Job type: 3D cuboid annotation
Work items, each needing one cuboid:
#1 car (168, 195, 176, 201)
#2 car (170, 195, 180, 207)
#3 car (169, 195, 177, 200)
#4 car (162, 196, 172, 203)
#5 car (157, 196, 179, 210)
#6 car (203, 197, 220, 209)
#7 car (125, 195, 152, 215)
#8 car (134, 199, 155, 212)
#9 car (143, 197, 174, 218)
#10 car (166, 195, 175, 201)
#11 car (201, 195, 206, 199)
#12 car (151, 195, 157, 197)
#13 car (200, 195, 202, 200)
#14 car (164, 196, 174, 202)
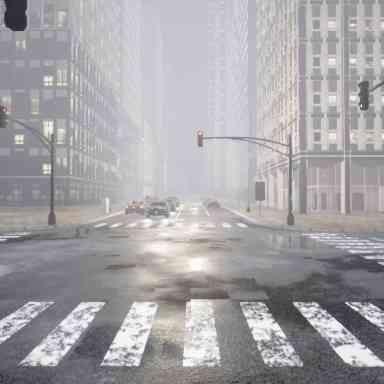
[{"bbox_3d":[-5.323,1.587,89.548,2.008,1.369,4.403,1,0,0],"label":"car"},{"bbox_3d":[-2.897,1.371,49.858,2.097,1.767,4.553,0,0,0],"label":"car"},{"bbox_3d":[-5.302,1.604,95.124,1.947,1.339,4.313,1,0,0],"label":"car"},{"bbox_3d":[-5.389,1.573,72.823,1.887,1.381,4.507,1,0,0],"label":"car"},{"bbox_3d":[-2.942,1.520,39.784,1.837,1.490,4.892,0,0,0],"label":"car"},{"bbox_3d":[2.880,1.599,44.976,1.802,1.307,4.206,1,0,0],"label":"car"},{"bbox_3d":[-5.541,1.453,33.797,1.967,1.590,4.097,1,0,0],"label":"car"},{"bbox_3d":[-5.522,1.597,39.372,1.802,1.307,4.206,1,0,0],"label":"car"},{"bbox_3d":[-2.980,1.516,30.335,1.837,1.490,4.892,0,0,0],"label":"car"},{"bbox_3d":[-5.345,1.578,83.973,1.887,1.381,4.507,1,0,0],"label":"car"},{"bbox_3d":[2.927,1.547,56.302,1.752,1.417,4.829,1,0,0],"label":"car"},{"bbox_3d":[-5.494,1.332,44.948,2.192,1.841,5.009,1,0,0],"label":"car"},{"bbox_3d":[2.947,1.590,61.709,1.947,1.339,4.313,1,0,0],"label":"car"},{"bbox_3d":[-5.367,1.582,78.398,2.008,1.369,4.403,1,0,0],"label":"car"}]
